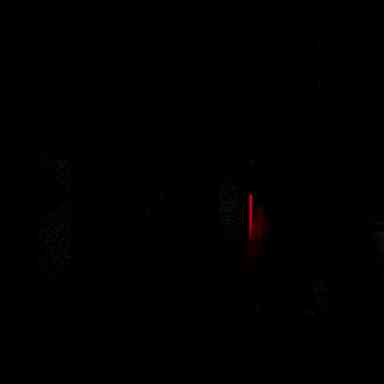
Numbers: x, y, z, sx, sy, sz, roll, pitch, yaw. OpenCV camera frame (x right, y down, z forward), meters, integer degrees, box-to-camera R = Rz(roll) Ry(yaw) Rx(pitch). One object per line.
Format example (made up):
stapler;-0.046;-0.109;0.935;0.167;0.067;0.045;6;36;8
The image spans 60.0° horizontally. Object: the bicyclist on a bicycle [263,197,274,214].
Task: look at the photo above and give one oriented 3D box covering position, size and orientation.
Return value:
bicyclist on a bicycle;7.370;1.349;32.092;1.656;1.620;0.582;0;0;-36
